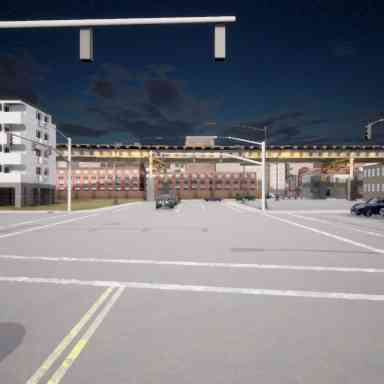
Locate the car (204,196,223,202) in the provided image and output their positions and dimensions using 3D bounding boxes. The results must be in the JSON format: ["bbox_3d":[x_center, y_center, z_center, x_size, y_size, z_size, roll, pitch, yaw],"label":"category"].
[{"bbox_3d":[5.028,1.564,77.749,2.033,1.411,5.357,0,0,39],"label":"car"}]

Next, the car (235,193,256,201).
[{"bbox_3d":[13.443,1.251,84.031,5.566,2.045,2.150,0,0,-24],"label":"car"}]

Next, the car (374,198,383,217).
[{"bbox_3d":[17.287,1.401,26.080,4.674,1.442,1.812,-1,0,1],"label":"car"}]

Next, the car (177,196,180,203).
[{"bbox_3d":[-3.637,1.239,55.957,2.150,2.045,5.566,0,0,0],"label":"car"}]

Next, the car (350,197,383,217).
[{"bbox_3d":[16.595,1.240,29.576,4.553,1.767,2.097,-1,0,1],"label":"car"}]

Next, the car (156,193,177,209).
[{"bbox_3d":[-3.627,1.236,45.554,2.150,2.045,5.566,0,0,1],"label":"car"}]
